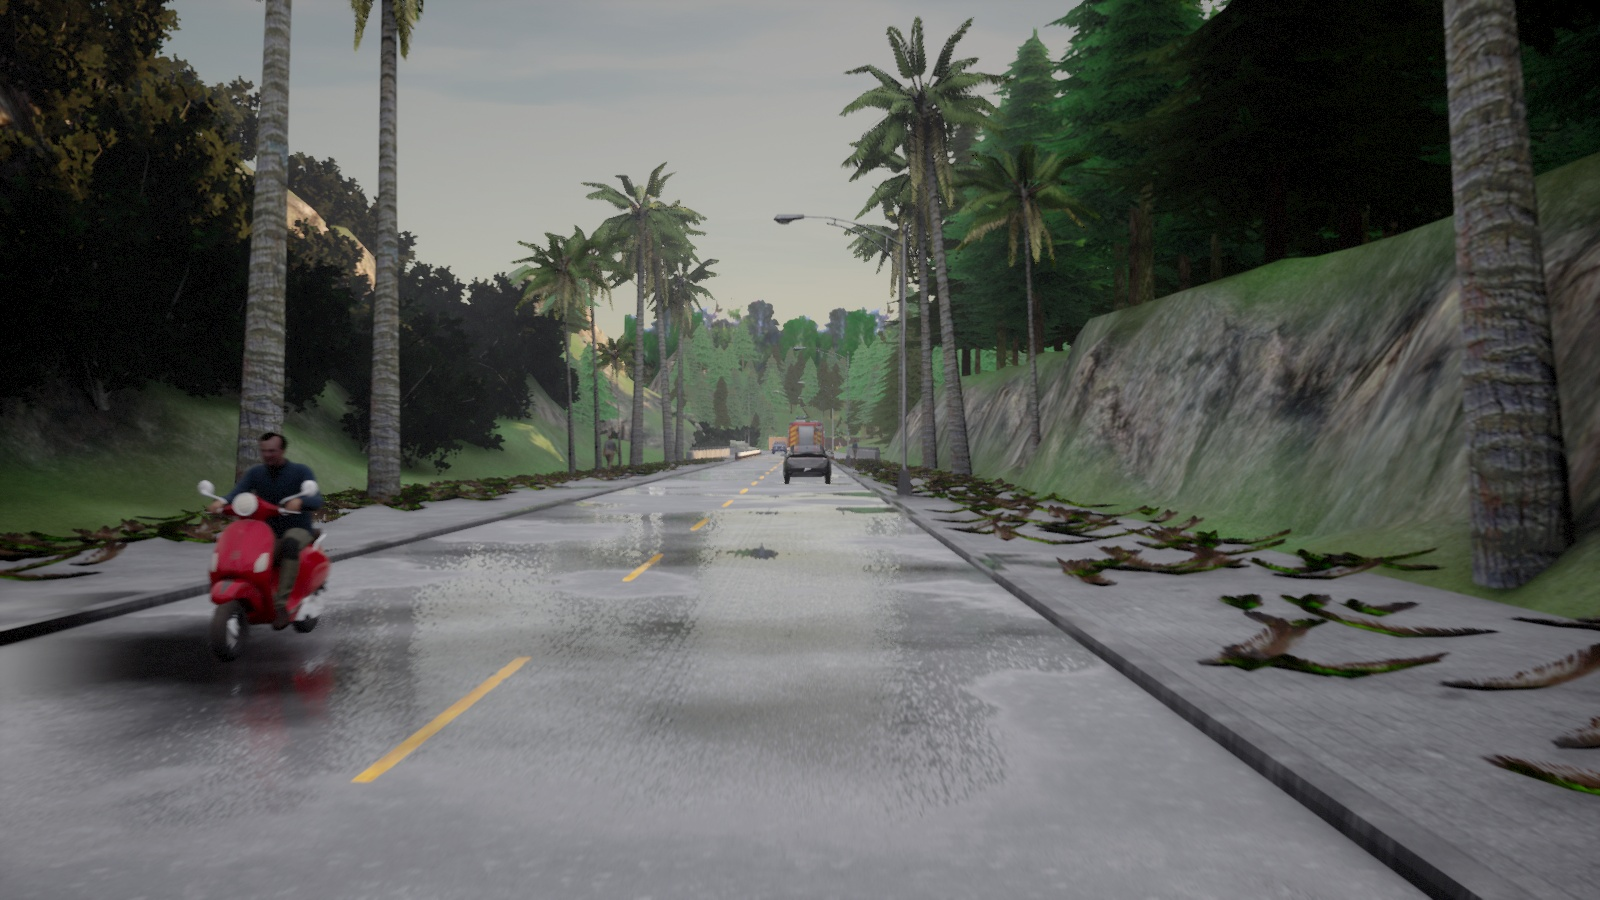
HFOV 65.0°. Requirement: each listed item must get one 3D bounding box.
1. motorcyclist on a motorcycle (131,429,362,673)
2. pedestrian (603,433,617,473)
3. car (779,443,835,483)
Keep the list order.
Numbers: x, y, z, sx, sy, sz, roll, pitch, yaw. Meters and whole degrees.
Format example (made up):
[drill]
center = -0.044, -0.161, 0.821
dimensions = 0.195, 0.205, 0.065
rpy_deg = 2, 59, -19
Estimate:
[motorcyclist on a motorcycle]
center = -3.934, 0.658, 9.110
dimensions = 0.866, 1.590, 1.817
rpy_deg = 0, 0, 0
[pedestrian]
center = -8.880, 0.132, 58.550
dimensions = 0.540, 1.848, 0.694
rpy_deg = 0, 0, 1
[car]
center = 0.283, 0.491, 49.914
dimensions = 2.128, 1.511, 4.902
rpy_deg = 0, 0, 0
